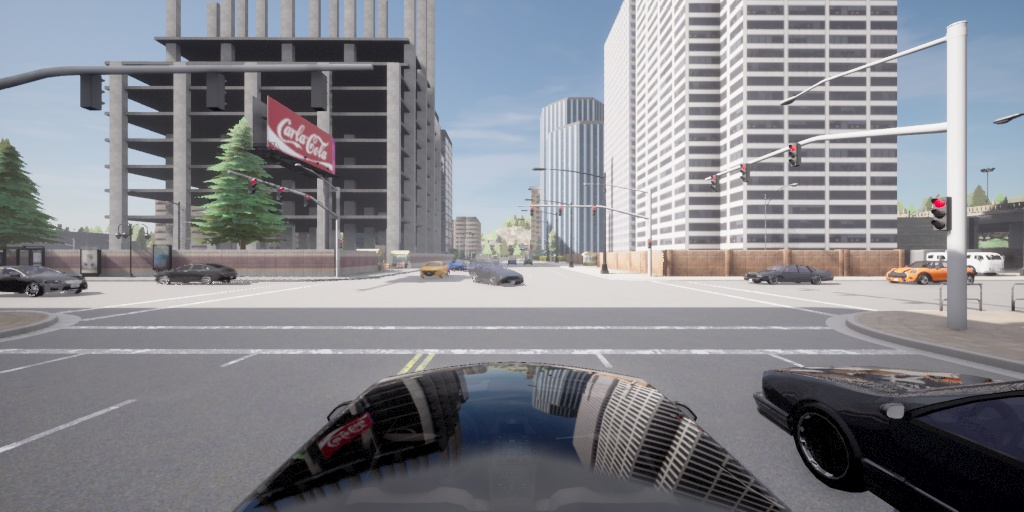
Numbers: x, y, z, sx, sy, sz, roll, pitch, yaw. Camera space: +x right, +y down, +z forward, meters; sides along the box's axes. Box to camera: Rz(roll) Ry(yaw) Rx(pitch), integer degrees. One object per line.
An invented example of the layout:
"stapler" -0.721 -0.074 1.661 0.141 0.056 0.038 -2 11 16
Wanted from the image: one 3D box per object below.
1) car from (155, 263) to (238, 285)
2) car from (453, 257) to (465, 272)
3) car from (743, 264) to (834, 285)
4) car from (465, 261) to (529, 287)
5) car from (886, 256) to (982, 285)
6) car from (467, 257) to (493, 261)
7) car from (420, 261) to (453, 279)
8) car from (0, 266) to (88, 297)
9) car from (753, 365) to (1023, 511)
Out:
"car" -22.178 1.255 25.283 4.892 1.490 1.837 0 0 0
"car" -7.080 1.227 46.716 1.882 1.535 5.008 0 0 0
"car" 19.647 1.297 25.537 5.357 1.411 2.033 0 0 0
"car" -1.212 1.297 25.315 2.033 1.411 5.357 0 0 -29
"car" 29.655 1.102 25.558 4.553 1.767 2.097 0 0 1
"car" -3.583 1.102 39.441 2.097 1.767 4.553 0 0 0
"car" -7.086 1.228 33.098 1.882 1.535 5.008 0 0 0
"car" -24.548 1.241 18.121 4.902 1.511 2.128 0 0 0
"car" 3.597 1.297 1.490 2.033 1.411 5.357 0 0 0
